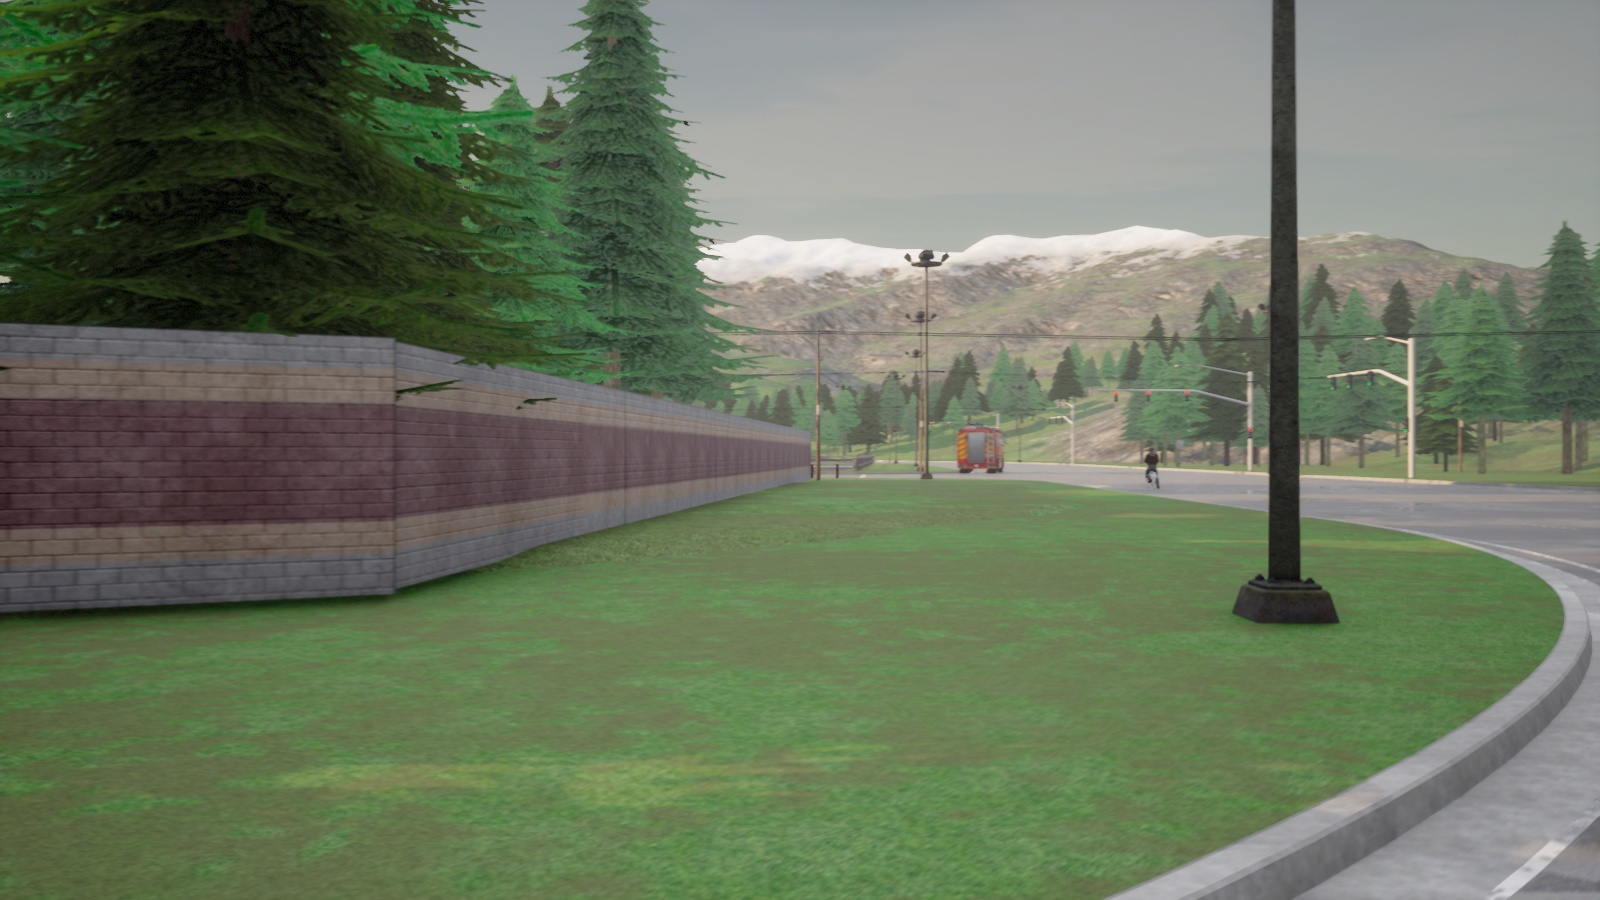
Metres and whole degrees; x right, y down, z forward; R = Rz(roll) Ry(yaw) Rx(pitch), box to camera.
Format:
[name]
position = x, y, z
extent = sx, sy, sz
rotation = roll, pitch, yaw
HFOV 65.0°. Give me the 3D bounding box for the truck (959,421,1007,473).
[truck]
position = 14.150, -0.190, 96.513
extent = 2.891, 3.827, 8.468
rotation = 0, 0, 13
